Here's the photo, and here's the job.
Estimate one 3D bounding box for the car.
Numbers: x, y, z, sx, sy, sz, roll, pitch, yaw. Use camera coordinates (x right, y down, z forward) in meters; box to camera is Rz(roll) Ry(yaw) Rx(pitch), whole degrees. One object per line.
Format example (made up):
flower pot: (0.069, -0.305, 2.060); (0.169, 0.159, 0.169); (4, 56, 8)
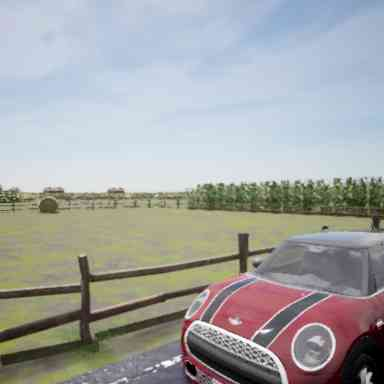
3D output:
car: (2.021, 1.412, 4.814); (4.553, 1.767, 2.097); (0, -1, -40)
